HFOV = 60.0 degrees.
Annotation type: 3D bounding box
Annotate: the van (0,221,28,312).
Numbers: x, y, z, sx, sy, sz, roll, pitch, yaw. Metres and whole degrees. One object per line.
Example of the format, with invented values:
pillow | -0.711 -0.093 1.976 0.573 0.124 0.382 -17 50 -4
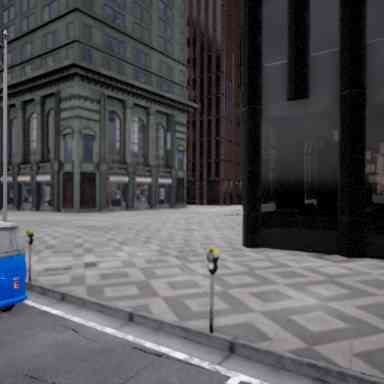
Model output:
van | -4.894 1.388 6.481 3.998 1.788 1.690 0 1 35
